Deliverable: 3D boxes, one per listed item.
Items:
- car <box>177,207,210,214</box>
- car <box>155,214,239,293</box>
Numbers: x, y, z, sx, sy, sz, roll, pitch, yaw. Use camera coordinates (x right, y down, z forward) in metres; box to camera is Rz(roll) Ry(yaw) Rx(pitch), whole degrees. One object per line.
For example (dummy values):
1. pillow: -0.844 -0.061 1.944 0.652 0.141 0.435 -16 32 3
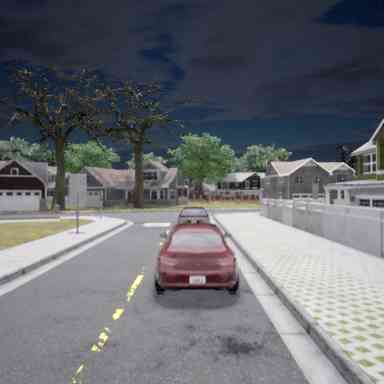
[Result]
1. car: 0.102 1.556 19.054 2.033 1.411 5.357 0 0 0
2. car: 0.100 1.529 8.730 1.812 1.442 4.674 0 0 0
